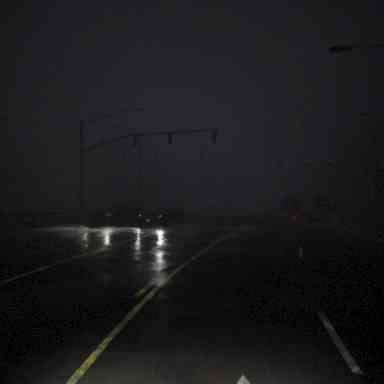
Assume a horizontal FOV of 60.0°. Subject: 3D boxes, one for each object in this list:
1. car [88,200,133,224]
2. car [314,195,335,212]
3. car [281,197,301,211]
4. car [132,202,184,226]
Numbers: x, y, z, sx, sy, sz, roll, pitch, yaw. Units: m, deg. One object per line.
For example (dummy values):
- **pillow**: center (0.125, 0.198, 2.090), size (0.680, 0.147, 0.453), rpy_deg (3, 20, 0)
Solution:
- **car**: center (-5.244, 1.355, 23.370), size (1.882, 1.535, 5.008), rpy_deg (0, 0, 18)
- **car**: center (14.349, 1.181, 36.121), size (2.097, 1.767, 4.553), rpy_deg (0, 1, 20)
- **car**: center (11.109, 1.294, 37.442), size (2.128, 1.511, 4.902), rpy_deg (1, 1, 20)
- **car**: center (-1.921, 1.428, 22.275), size (1.812, 1.442, 4.674), rpy_deg (0, 0, 18)
